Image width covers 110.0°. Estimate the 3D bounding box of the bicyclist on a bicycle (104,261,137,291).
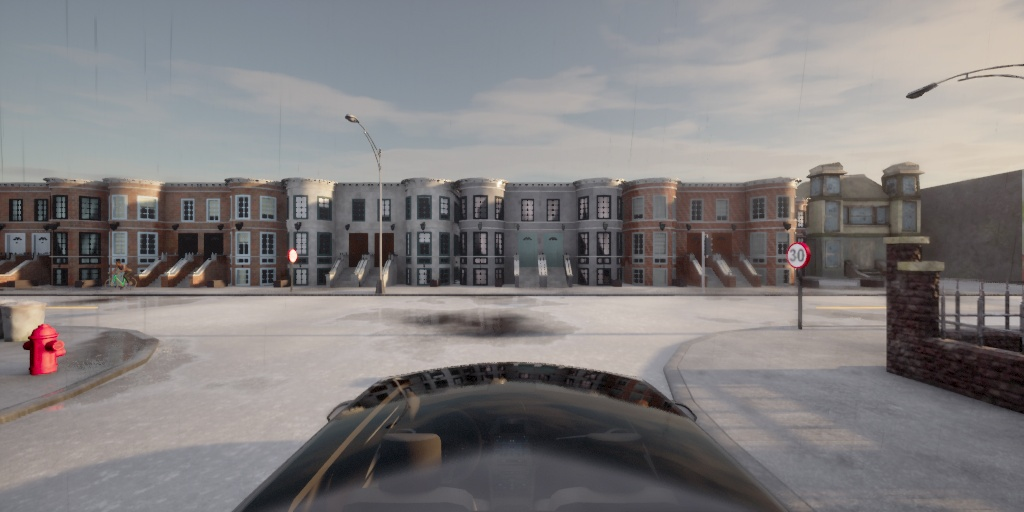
[{"bbox_3d":[-21.801,1.103,19.995,0.582,1.620,1.656,0,0,0],"label":"bicyclist on a bicycle"}]
